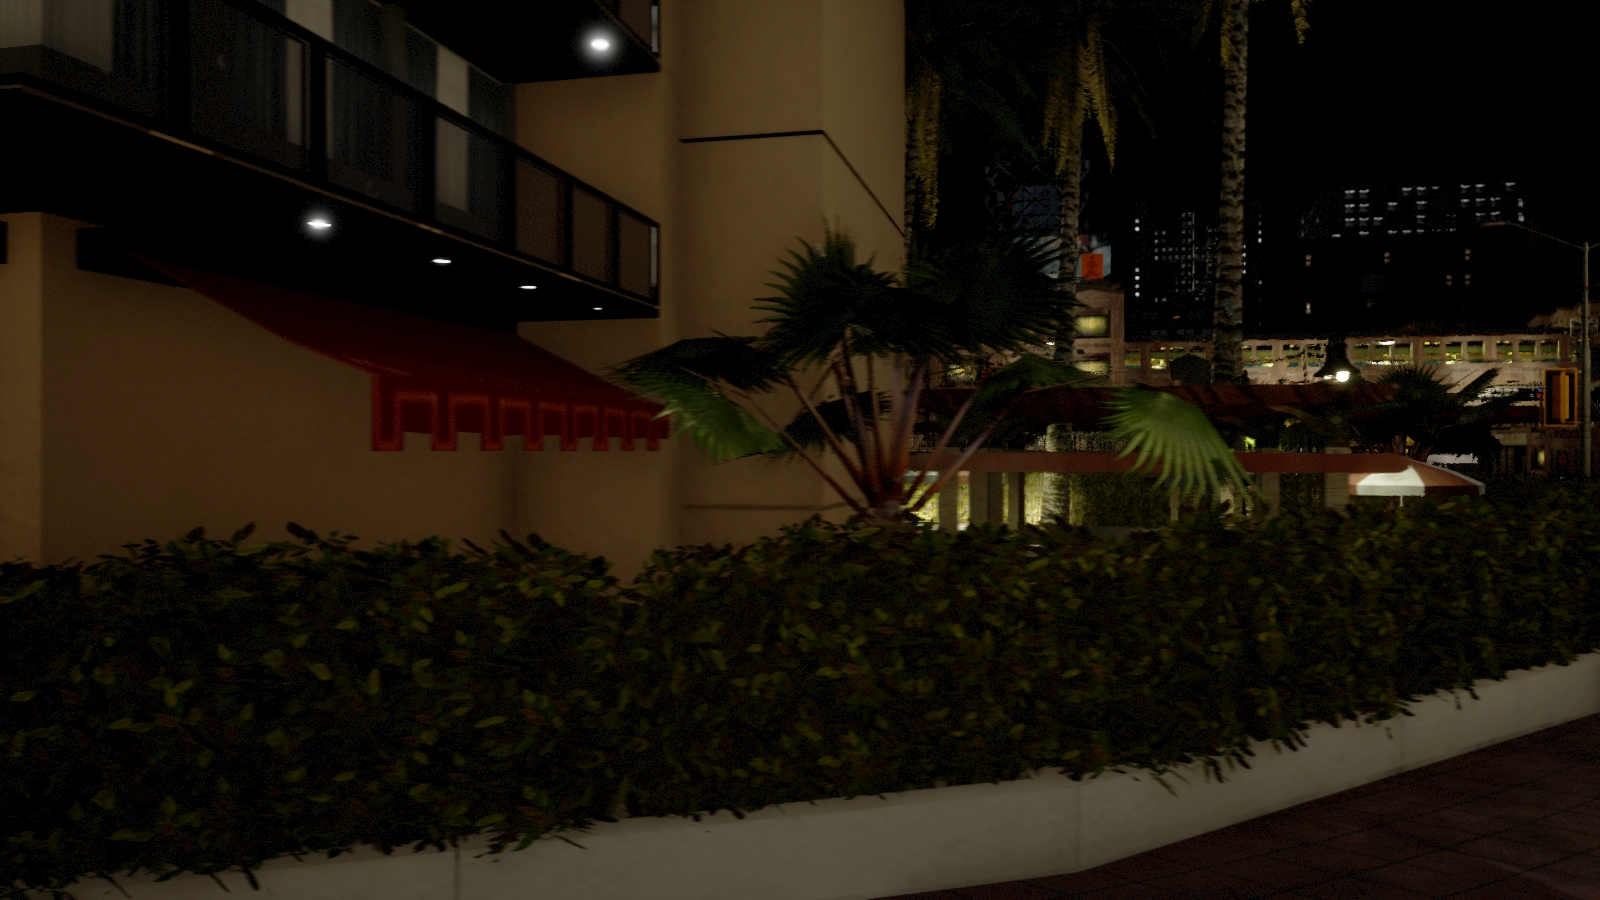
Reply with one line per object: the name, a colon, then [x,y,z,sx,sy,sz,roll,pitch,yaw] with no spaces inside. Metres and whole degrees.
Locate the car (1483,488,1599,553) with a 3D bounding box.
car: [22.439,1.999,32.237,2.152,1.651,5.027,0,0,-30]
